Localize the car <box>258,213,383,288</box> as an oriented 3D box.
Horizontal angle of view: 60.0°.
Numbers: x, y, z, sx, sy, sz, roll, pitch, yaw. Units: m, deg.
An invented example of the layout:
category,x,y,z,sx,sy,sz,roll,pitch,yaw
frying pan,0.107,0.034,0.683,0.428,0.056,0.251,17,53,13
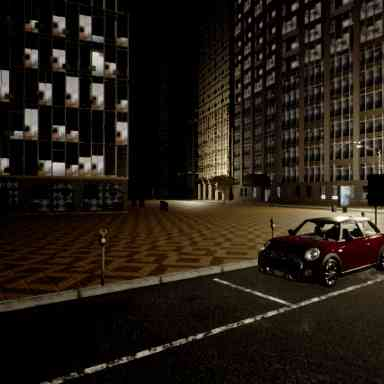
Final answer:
category,x,y,z,sx,sy,sz,roll,pitch,yaw
car,3.710,1.439,9.208,4.097,1.590,1.967,0,0,-36
